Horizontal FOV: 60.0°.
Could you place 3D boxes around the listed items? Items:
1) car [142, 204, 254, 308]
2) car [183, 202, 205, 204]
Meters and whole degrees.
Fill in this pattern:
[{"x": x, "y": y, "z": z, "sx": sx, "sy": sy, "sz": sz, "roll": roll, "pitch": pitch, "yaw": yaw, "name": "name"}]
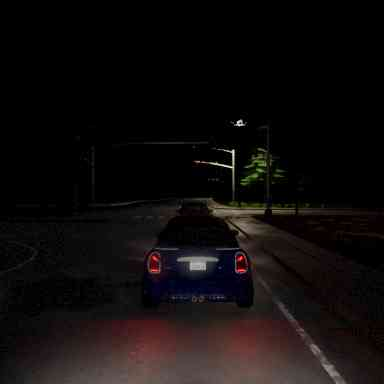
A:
[{"x": 0.106, "y": 1.347, "z": 8.093, "sx": 2.097, "sy": 1.767, "sz": 4.553, "roll": 0, "pitch": 0, "yaw": 0, "name": "car"}, {"x": 0.116, "y": 1.338, "z": 18.214, "sx": 2.097, "sy": 1.767, "sz": 4.553, "roll": 0, "pitch": 0, "yaw": 0, "name": "car"}]
